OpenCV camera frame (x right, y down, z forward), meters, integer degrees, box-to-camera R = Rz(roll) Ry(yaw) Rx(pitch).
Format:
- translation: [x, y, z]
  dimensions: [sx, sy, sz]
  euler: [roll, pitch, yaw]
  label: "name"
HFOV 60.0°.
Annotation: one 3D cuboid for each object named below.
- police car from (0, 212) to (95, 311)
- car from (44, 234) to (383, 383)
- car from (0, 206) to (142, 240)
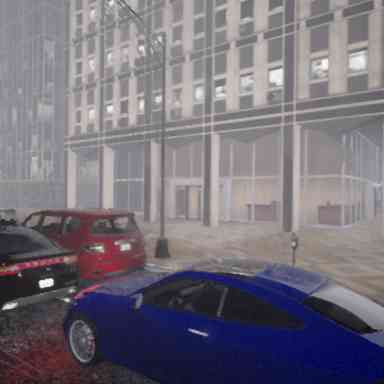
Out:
- translation: [-4.686, 1.455, 7.623]
  dimensions: [5.238, 1.638, 1.930]
  euler: [0, 0, 38]
  label: "police car"
- translation: [0.347, 1.554, 4.115]
  dimensions: [4.674, 1.442, 1.812]
  euler: [0, 0, 36]
  label: "car"
- translation: [-3.467, 1.359, 9.103]
  dimensions: [5.009, 1.841, 2.192]
  euler: [0, 0, 36]
  label: "car"
